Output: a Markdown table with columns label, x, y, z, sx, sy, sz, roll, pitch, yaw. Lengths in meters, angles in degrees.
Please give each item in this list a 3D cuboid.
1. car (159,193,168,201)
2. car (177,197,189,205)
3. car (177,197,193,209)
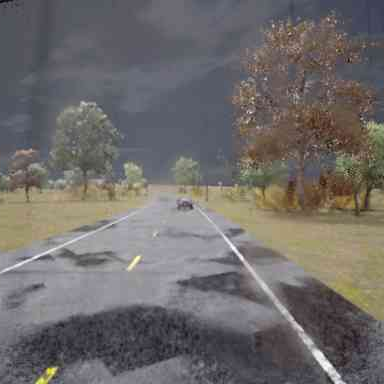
| label | x | y | z | sx | sy | sz | roll | pitch | yaw |
| --- | --- | --- | --- | --- | --- | --- | --- | --- | --- |
| car | -6.354 | 1.261 | 73.836 | 1.882 | 1.535 | 5.008 | 0 | 0 | -4 |
| car | -1.535 | 1.452 | 55.495 | 1.895 | 1.301 | 4.718 | 0 | 0 | -3 |
| car | -0.895 | 1.420 | 42.821 | 1.812 | 1.442 | 4.674 | 0 | 0 | -3 |
